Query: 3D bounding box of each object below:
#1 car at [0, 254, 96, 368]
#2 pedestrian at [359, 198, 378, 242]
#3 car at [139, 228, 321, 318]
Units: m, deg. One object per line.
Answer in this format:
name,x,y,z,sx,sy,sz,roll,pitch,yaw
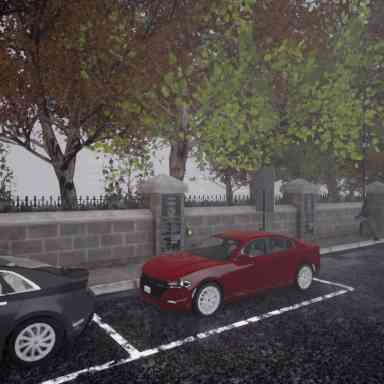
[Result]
car,-3.478,1.551,4.174,4.403,1.369,2.008,0,0,-35
pedestrian,7.554,1.141,14.230,0.375,1.860,0.375,0,0,-35
car,1.012,1.545,7.421,4.507,1.381,1.887,0,0,-35
